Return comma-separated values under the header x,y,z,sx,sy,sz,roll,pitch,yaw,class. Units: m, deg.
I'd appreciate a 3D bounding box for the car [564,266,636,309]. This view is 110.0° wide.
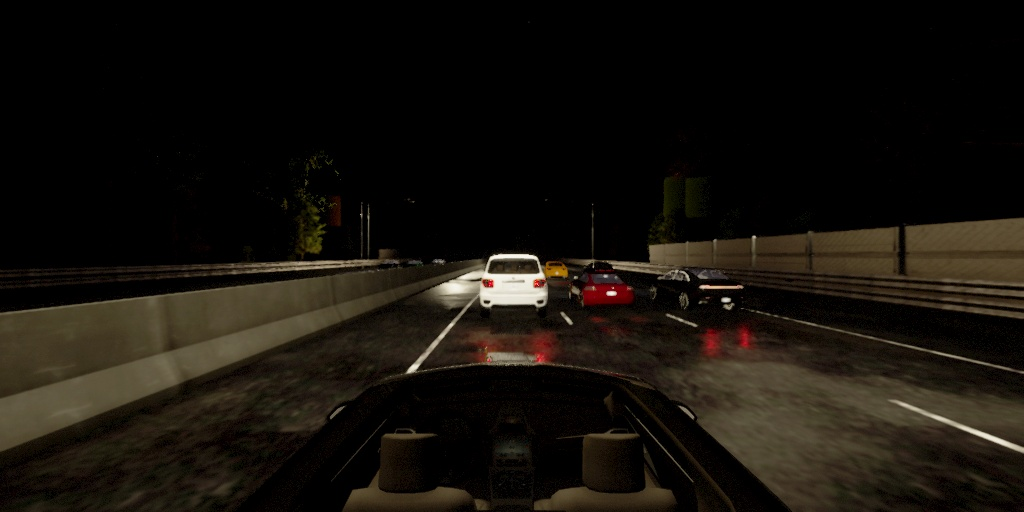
x,y,z,sx,sy,sz,roll,pitch,yaw,class
3.573,1.306,14.835,1.994,1.385,4.181,0,0,0,car

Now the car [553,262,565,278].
x,y,z,sx,sy,sz,roll,pitch,yaw,class
3.576,1.209,30.824,1.882,1.535,5.008,0,0,0,car

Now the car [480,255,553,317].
x,y,z,sx,sy,sz,roll,pitch,yaw,class
0.066,0.967,13.310,2.150,2.045,5.566,0,0,0,car

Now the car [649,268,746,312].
x,y,z,sx,sy,sz,roll,pitch,yaw,class
7.069,1.235,14.236,2.128,1.511,4.902,0,0,0,car

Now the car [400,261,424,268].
x,y,z,sx,sy,sz,roll,pitch,yaw,class
-14.092,1.315,51.736,1.895,1.301,4.718,0,0,0,car

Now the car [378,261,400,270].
x,y,z,sx,sy,sz,roll,pitch,yaw,class
-17.591,1.315,51.656,1.895,1.301,4.718,0,0,0,car

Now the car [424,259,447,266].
x,y,z,sx,sy,sz,roll,pitch,yaw,class
-10.596,1.205,51.610,2.128,1.511,4.902,0,0,0,car

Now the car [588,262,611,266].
x,y,z,sx,sy,sz,roll,pitch,yaw,class
7.070,1.239,29.360,1.837,1.490,4.892,0,1,0,car
